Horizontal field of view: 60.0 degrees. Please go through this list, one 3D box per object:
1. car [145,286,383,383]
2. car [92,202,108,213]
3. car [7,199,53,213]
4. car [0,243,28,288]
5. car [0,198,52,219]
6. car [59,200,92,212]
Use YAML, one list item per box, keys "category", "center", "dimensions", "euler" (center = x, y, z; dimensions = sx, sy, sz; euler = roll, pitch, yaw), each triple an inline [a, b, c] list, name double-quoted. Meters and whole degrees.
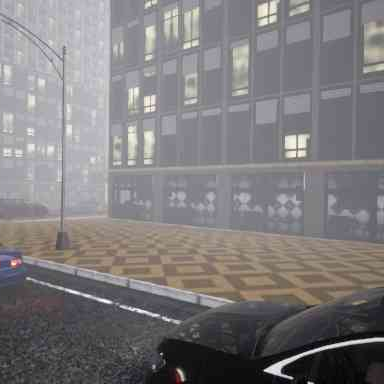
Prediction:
- category: "car"
  center: [1.806, 1.505, 2.395]
  dimensions: [4.892, 1.490, 1.837]
  euler: [0, 0, 35]
- category: "car"
  center: [-9.253, 1.829, 40.169]
  dimensions: [1.752, 1.417, 4.829]
  euler: [1, 0, 37]
- category: "car"
  center: [-19.548, 1.642, 40.353]
  dimensions: [1.752, 1.417, 4.829]
  euler: [1, 0, 37]
- category: "car"
  center: [-6.115, 1.543, 8.065]
  dimensions: [5.357, 1.411, 2.033]
  euler: [0, 0, 36]
- category: "car"
  center: [-16.068, 1.518, 30.971]
  dimensions: [2.192, 1.841, 5.009]
  euler: [1, 0, 37]
- category: "car"
  center: [-14.336, 1.752, 43.021]
  dimensions: [2.033, 1.411, 5.357]
  euler: [1, 0, 37]
